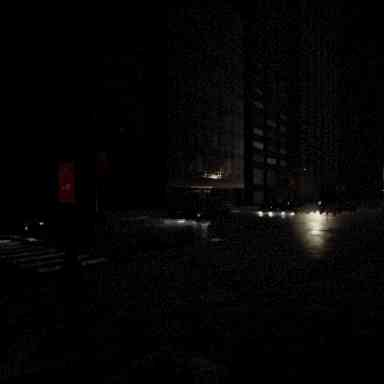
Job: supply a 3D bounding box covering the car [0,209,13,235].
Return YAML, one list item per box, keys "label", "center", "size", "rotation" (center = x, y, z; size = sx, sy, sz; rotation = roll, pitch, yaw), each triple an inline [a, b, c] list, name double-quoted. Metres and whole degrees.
- label: "car"
  center: [-10.281, 1.695, 20.263]
  size: [2.033, 1.411, 5.357]
  rotation: [0, -1, 36]

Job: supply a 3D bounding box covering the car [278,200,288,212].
- label: "car"
  center: [14.962, 2.255, 49.304]
  size: [1.895, 1.301, 4.718]
  rotation: [0, -1, 36]

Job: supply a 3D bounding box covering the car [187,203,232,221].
- label: "car"
  center: [2.041, 1.853, 31.688]
  size: [2.128, 1.511, 4.902]
  rotation: [0, -1, 36]

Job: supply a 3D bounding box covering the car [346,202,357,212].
- label: "car"
  center: [23.248, 2.257, 49.647]
  size: [2.033, 1.411, 5.357]
  rotation: [0, -1, 36]

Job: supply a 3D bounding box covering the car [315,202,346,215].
- label: "car"
  center: [17.197, 2.075, 41.241]
  size: [1.837, 1.490, 4.892]
  rotation: [0, -1, 36]

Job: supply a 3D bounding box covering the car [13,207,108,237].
- label: "car"
  center: [-7.091, 1.644, 19.093]
  size: [2.128, 1.511, 4.902]
  rotation: [0, -1, 36]

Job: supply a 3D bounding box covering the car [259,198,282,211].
- label: "car"
  center: [12.348, 1.869, 51.235]
  size: [2.150, 2.045, 5.566]
  rotation: [0, -1, 36]

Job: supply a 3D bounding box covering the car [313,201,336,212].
- label: "car"
  center: [20.619, 2.208, 51.558]
  size: [2.128, 1.511, 4.902]
  rotation: [0, -1, 36]

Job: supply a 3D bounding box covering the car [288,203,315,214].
- label: "car"
  center: [14.792, 2.130, 43.461]
  size: [2.033, 1.411, 5.357]
  rotation: [0, -1, 36]

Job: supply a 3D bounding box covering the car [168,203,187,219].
- label: "car"
  center: [-0.417, 1.850, 33.833]
  size: [1.882, 1.535, 5.008]
  rotation: [0, -1, 36]
